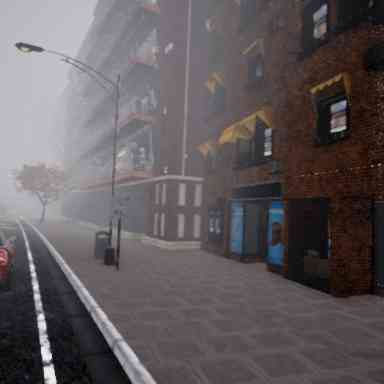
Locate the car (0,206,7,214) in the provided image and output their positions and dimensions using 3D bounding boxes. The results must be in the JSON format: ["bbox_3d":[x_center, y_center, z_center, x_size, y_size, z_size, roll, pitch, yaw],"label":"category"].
[{"bbox_3d":[-44.503,4.195,77.777,2.150,2.045,5.566,4,-4,-31],"label":"car"}]

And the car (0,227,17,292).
[{"bbox_3d":[-6.379,1.708,9.733,2.097,1.767,4.553,4,-4,-27],"label":"car"}]
